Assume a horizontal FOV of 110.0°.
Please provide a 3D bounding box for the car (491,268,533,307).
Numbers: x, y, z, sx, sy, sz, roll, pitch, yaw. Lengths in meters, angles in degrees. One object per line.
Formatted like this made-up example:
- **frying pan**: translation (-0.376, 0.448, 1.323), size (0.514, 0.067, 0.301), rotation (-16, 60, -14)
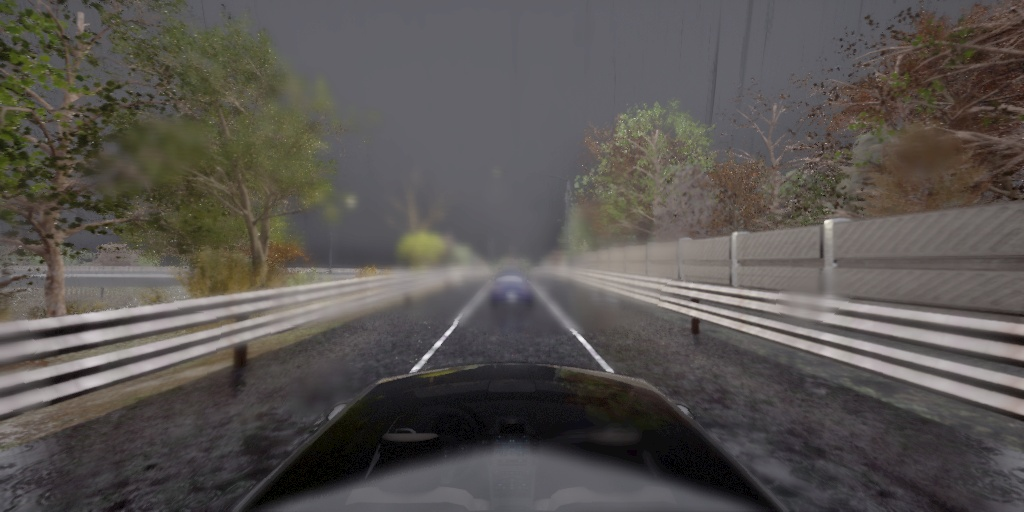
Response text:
- **car**: translation (0.021, 1.484, 16.792), size (1.812, 1.442, 4.674), rotation (0, -1, 0)

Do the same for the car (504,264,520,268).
- **car**: translation (0.015, 1.513, 31.433), size (2.097, 1.767, 4.553), rotation (0, -1, 0)
